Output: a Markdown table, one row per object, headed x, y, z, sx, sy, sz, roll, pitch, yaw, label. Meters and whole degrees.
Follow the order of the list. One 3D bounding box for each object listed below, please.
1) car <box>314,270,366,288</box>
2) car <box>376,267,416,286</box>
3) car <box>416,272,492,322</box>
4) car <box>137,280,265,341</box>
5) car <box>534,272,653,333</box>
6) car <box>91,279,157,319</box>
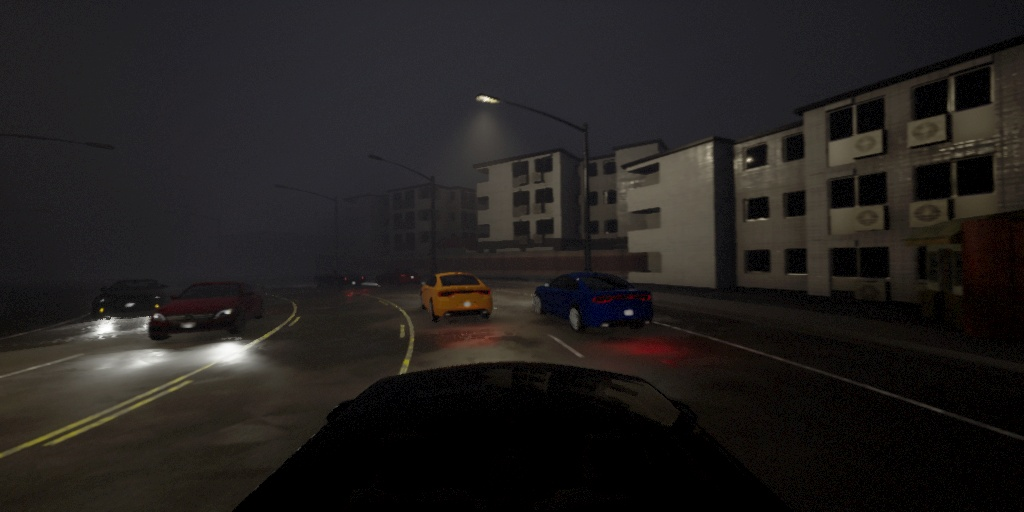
| x | y | z | sx | sy | sz | roll | pitch | yaw | label |
| --- | --- | --- | --- | --- | --- | --- | --- | --- | --- |
| -13.294 | 1.720 | 27.511 | 4.718 | 1.301 | 1.895 | -1 | 0 | 38 | car |
| -9.038 | 1.607 | 28.389 | 4.181 | 1.385 | 1.994 | -1 | 0 | 41 | car |
| -2.190 | 1.321 | 13.080 | 1.882 | 1.535 | 5.008 | -1 | 0 | -20 | car |
| -9.041 | 1.489 | 11.065 | 1.812 | 1.442 | 4.674 | -1 | 0 | -24 | car |
| 2.180 | 1.229 | 11.000 | 1.882 | 1.535 | 5.008 | -1 | 0 | -15 | car |
| -15.643 | 1.670 | 14.937 | 1.994 | 1.385 | 4.181 | -1 | 0 | -42 | car |
